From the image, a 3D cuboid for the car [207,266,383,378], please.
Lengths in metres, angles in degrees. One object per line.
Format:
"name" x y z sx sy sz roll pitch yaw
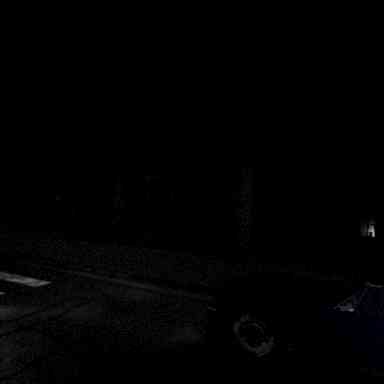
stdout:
"car" 2.639 1.766 4.746 4.718 1.301 1.895 2 -2 27
